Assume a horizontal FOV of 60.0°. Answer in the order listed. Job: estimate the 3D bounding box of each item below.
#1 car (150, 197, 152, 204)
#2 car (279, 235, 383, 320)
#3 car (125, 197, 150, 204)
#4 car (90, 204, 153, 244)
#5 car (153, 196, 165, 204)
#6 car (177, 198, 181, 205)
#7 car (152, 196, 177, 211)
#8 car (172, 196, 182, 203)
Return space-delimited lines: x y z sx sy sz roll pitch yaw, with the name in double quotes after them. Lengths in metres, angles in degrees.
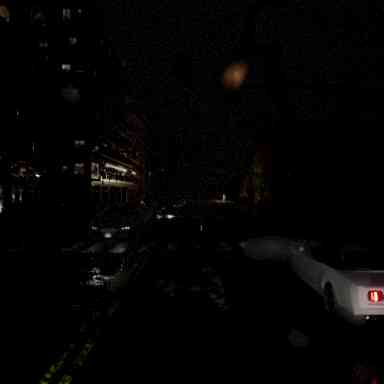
-6.617 1.482 50.134 1.882 1.535 5.008 0 0 0 "car"
3.345 1.599 7.266 1.895 1.301 4.718 0 0 0 "car"
-6.620 1.548 38.861 2.033 1.411 5.357 0 0 0 "car"
-3.364 1.504 15.780 2.128 1.511 4.902 0 -1 0 "car"
-6.558 1.578 66.459 1.994 1.385 4.181 0 0 0 "car"
-3.358 1.485 56.565 1.882 1.535 5.008 0 0 0 "car"
-3.366 1.548 41.478 2.033 1.411 5.357 0 0 0 "car"
-3.280 1.561 72.100 1.994 1.385 4.181 0 0 0 "car"
